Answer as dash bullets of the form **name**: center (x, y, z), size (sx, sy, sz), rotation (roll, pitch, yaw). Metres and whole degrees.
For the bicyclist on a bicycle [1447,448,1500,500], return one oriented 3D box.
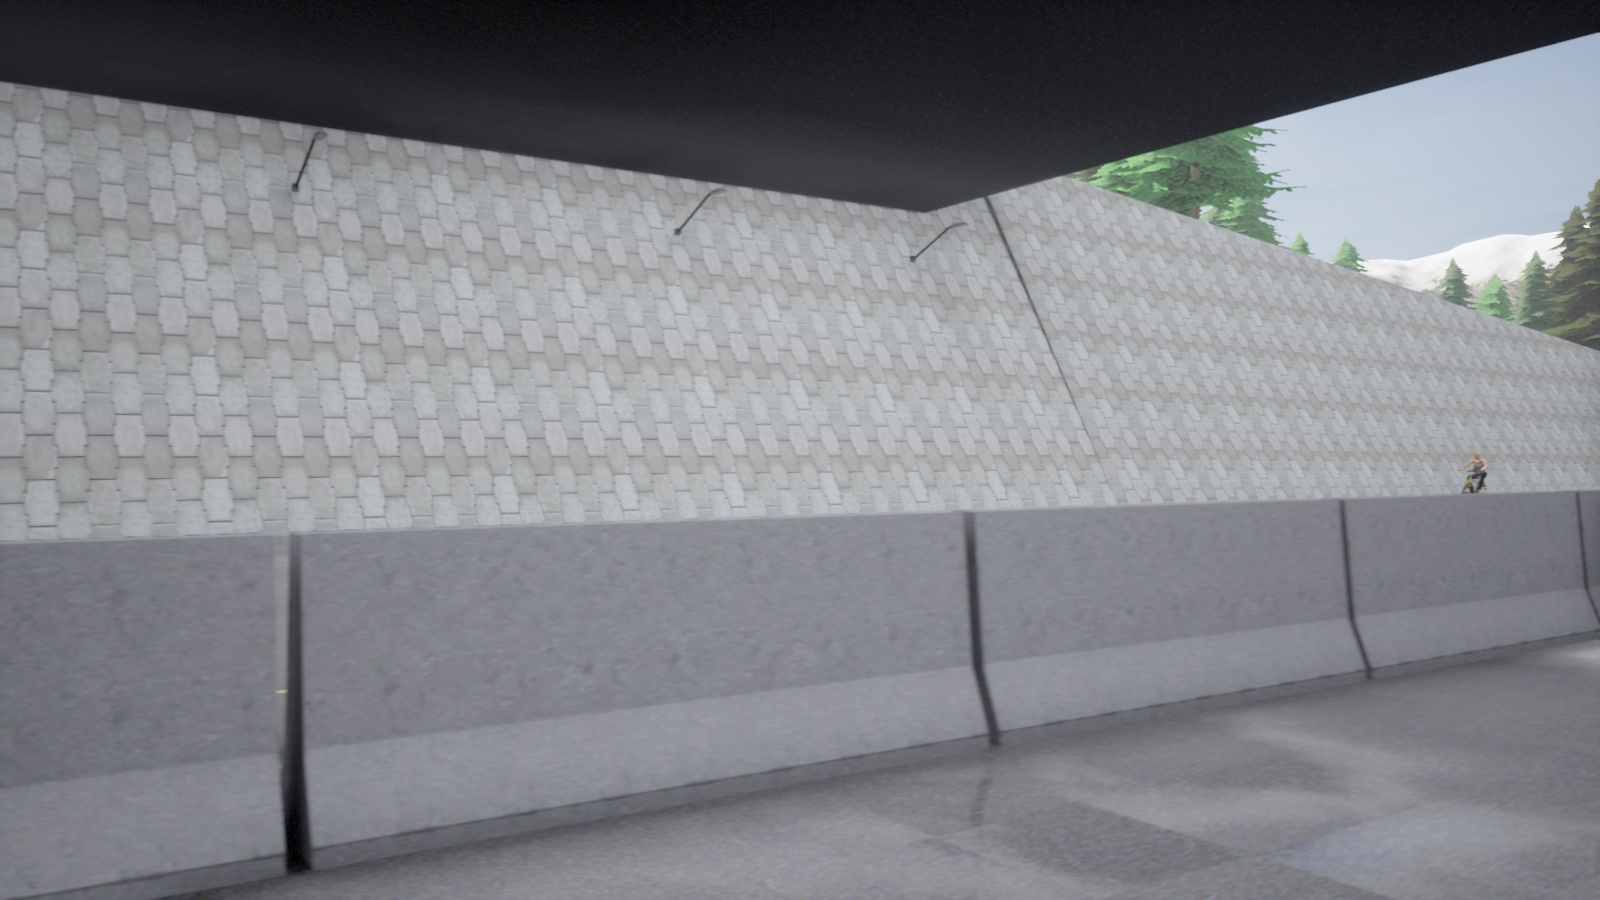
- **bicyclist on a bicycle**: center (21.348, 0.734, 39.787), size (1.509, 1.612, 0.866), rotation (0, 0, -34)
